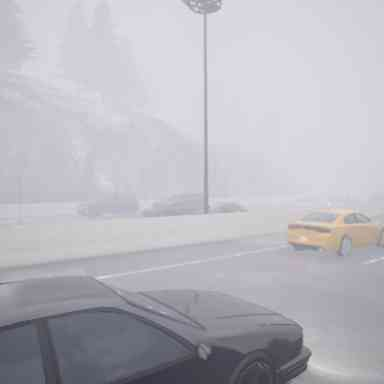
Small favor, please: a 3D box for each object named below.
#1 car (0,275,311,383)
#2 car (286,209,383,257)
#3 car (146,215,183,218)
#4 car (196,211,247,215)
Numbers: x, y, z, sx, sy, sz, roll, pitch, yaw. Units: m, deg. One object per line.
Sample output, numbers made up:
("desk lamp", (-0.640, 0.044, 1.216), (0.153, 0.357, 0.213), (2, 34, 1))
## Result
("car", (-1.271, 1.546, 2.917), (5.357, 1.411, 2.033), (0, 0, -36))
("car", (5.641, 1.401, 12.675), (5.008, 1.535, 1.882), (-1, 0, -39))
("car", (-1.623, 1.430, 25.095), (4.892, 1.490, 1.837), (0, 0, -40))
("car", (2.032, 1.434, 23.585), (4.674, 1.442, 1.812), (-1, 0, -41))
